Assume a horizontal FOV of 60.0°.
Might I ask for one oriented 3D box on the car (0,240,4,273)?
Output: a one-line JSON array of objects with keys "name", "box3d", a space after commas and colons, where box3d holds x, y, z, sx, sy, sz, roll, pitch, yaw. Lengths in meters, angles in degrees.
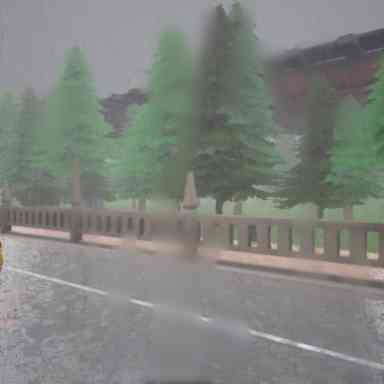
[{"name": "car", "box3d": [-7.007, 1.494, 8.956, 5.008, 1.535, 1.882, 0, 0, 36]}]
